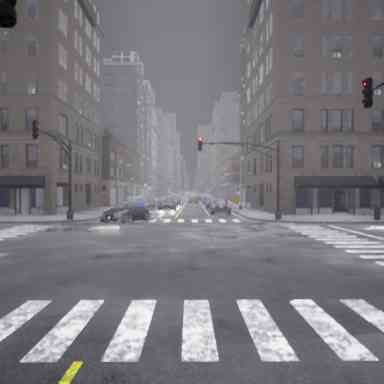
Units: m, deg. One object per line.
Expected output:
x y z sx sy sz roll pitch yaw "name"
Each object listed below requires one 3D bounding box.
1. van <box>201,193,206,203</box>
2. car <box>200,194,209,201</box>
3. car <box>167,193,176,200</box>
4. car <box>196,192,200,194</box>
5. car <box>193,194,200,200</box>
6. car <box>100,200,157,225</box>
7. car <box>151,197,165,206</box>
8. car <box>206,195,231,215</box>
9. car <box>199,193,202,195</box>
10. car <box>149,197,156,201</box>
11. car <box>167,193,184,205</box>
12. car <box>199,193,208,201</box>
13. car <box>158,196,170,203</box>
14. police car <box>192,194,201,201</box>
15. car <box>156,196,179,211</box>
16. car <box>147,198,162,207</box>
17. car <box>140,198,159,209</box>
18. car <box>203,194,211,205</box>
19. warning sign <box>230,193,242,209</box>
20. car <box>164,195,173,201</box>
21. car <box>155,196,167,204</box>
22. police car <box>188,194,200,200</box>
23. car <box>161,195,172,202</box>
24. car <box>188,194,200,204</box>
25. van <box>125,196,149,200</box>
2.868 1.299 56.101 1.690 1.788 3.998 0 0 0 "van"
2.951 1.374 78.779 1.967 1.590 4.097 0 0 0 "car"
-5.533 1.236 90.136 2.192 1.841 5.009 0 0 0 "car"
0.263 1.234 72.998 1.882 1.535 5.008 0 0 0 "car"
1.110 1.377 89.616 1.801 1.575 5.366 0 0 0 "car"
-4.704 1.545 24.171 1.994 1.385 4.181 0 0 26 "car"
-5.657 1.524 56.127 1.947 1.339 4.313 0 0 0 "car"
2.786 1.416 33.425 1.967 1.590 4.097 0 0 0 "car"
2.910 1.498 67.440 2.008 1.369 4.403 0 0 0 "car"
-5.719 1.412 39.122 1.967 1.590 4.097 0 0 0 "car"
-2.884 1.447 56.263 2.128 1.511 4.902 0 0 0 "car"
2.972 1.243 84.447 2.192 1.841 5.009 0 0 0 "car"
-5.615 1.513 67.463 1.947 1.339 4.313 0 0 0 "car"
1.083 1.359 79.521 1.930 1.638 5.238 0 0 -1 "police car"
-2.951 1.535 40.704 1.994 1.385 4.181 0 0 0 "car"
-5.678 1.545 50.459 1.802 1.307 4.206 0 0 0 "car"
-5.698 1.533 44.790 1.947 1.339 4.313 0 0 0 "car"
2.827 1.408 44.763 1.967 1.590 4.097 0 0 0 "car"
5.209 1.087 39.410 1.300 1.860 1.060 0 0 0 "warning sign"
-5.575 1.460 78.630 1.752 1.417 4.829 0 0 0 "car"
-5.637 1.478 61.625 1.752 1.417 4.829 0 0 0 "car"
0.618 1.339 95.445 1.930 1.638 5.238 0 0 -16 "police car"
-5.595 1.485 73.131 1.887 1.381 4.507 0 0 0 "car"
0.227 1.553 63.024 1.895 1.301 4.718 0 0 0 "car"
-5.740 1.316 33.453 1.690 1.788 3.998 0 0 0 "van"
